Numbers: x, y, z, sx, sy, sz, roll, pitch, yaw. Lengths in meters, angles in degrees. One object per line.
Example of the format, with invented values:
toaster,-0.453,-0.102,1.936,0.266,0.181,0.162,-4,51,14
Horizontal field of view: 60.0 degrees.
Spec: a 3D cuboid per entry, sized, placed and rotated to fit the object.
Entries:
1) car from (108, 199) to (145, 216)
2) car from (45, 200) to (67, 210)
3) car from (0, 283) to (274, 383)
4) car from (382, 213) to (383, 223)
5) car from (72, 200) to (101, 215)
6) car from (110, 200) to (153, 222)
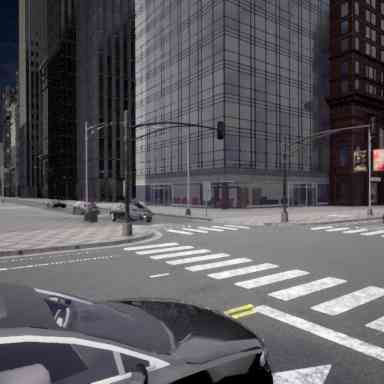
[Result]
car,-6.821,1.553,34.196,1.837,1.490,4.892,0,0,-35
car,-18.523,1.704,45.208,1.895,1.301,4.718,0,0,-35
car,-1.464,1.491,2.395,4.902,1.511,2.128,0,0,-36
car,14.785,1.357,22.382,4.553,1.767,2.097,0,0,-36
car,-11.051,1.598,34.640,1.812,1.442,4.674,0,0,-35
car,-4.789,1.554,25.796,1.837,1.490,4.892,0,0,-35
